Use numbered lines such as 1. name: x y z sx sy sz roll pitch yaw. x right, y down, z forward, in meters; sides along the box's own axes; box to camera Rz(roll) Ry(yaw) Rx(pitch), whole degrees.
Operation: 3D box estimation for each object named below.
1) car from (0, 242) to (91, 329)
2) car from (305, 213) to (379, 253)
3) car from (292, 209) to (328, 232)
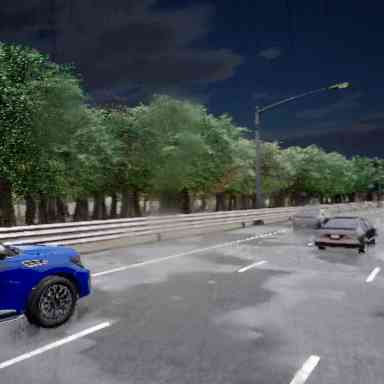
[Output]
1. car: -4.303 1.413 5.113 2.150 2.045 5.566 -2 -1 35
2. car: 7.080 1.819 15.039 2.033 1.411 5.357 -2 -2 36
3. car: 8.448 1.940 22.813 2.128 1.511 4.902 -2 -2 36
